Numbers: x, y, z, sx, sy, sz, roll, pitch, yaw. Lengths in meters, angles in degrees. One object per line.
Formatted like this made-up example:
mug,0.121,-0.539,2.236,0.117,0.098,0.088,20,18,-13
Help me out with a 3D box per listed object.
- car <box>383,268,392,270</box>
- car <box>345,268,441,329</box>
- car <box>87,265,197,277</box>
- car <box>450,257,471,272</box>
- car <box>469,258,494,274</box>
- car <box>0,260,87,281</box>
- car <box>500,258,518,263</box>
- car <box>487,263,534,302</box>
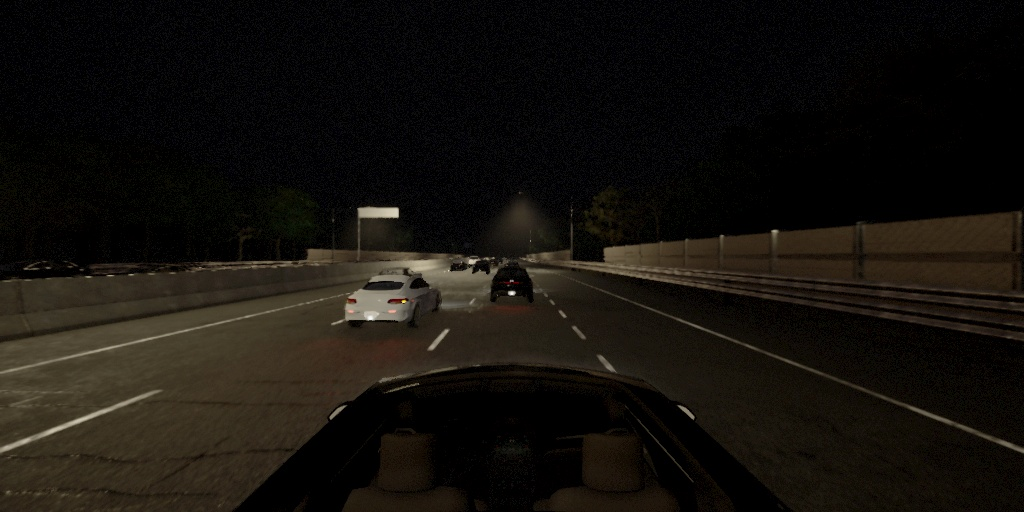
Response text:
car,-7.007,1.369,22.275,1.895,1.301,4.718,0,0,0
car,-3.502,1.284,11.191,1.812,1.442,4.674,0,0,0
car,-21.004,1.310,21.032,1.837,1.490,4.892,0,0,0
car,-7.010,1.289,47.760,2.128,1.511,4.902,0,0,0
car,-3.508,1.296,41.784,1.837,1.490,4.892,0,0,0
car,-28.004,0.985,21.033,1.837,1.490,4.892,0,0,0
car,-0.009,1.282,42.615,2.128,1.511,4.902,0,0,0
car,-0.005,1.269,17.123,1.837,1.490,4.892,0,0,0
